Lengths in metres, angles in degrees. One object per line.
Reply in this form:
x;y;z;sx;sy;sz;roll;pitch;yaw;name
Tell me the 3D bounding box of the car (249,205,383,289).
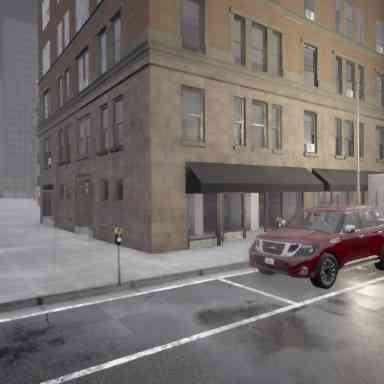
3.871;1.313;9.317;5.009;1.841;2.192;0;-1;-36;car
